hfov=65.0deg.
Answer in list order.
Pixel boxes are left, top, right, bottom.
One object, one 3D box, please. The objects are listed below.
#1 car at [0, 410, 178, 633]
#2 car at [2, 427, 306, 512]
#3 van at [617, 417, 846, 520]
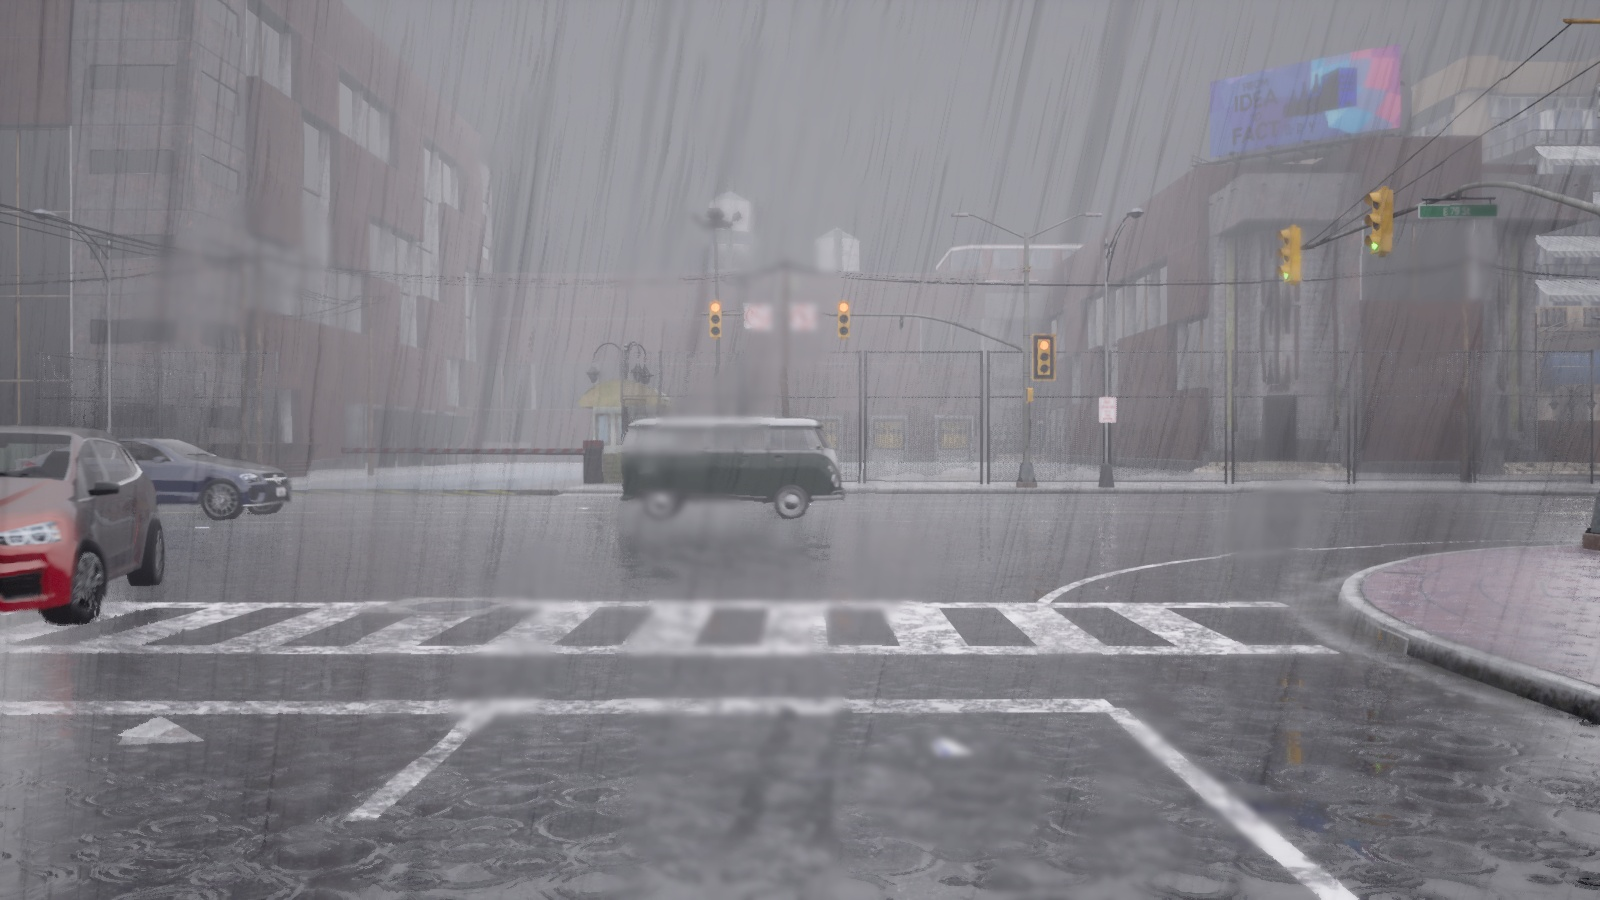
[{"bbox_3d":[-7.320,0.520,11.410,2.242,1.667,4.611,0,0,-17],"label":"car"},{"bbox_3d":[-12.899,0.372,25.341,5.027,1.651,2.152,0,0,0],"label":"car"},{"bbox_3d":[-1.330,0.356,25.250,4.442,1.987,1.775,0,0,0],"label":"van"}]
